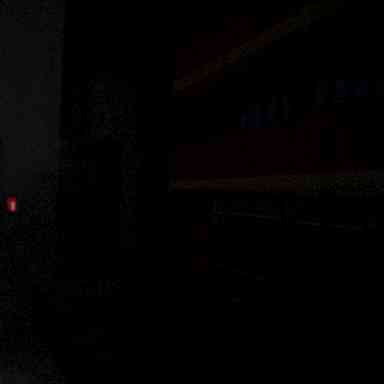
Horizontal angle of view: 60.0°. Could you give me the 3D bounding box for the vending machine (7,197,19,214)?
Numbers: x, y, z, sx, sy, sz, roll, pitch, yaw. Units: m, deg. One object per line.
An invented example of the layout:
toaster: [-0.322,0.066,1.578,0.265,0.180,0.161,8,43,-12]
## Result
vending machine: [-22.061,1.640,40.922,1.100,2.100,0.880,3,-2,-32]
